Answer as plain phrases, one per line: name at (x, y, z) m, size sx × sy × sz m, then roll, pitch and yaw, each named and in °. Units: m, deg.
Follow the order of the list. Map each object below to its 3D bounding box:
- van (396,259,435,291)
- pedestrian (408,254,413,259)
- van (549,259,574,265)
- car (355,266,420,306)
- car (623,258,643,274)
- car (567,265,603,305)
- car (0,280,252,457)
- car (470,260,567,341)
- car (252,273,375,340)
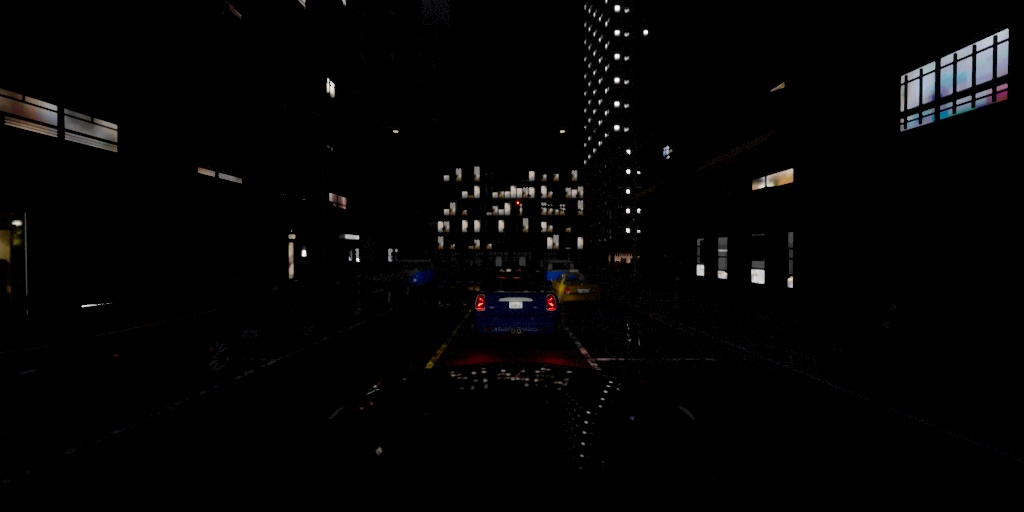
van at (-5.692, 1.086, 21.176) m, size 1.690 × 1.789 × 3.998 m, roll 0°, pitch 0°, yaw 0°
pedestrian at (-12.394, 0.633, 43.577) m, size 0.375 × 1.860 × 0.375 m, roll 0°, pitch 1°, yaw 0°
van at (2.689, 1.086, 21.148) m, size 1.690 × 1.789 × 3.998 m, roll 0°, pitch 0°, yaw 0°
car at (-5.691, 1.297, 15.574) m, size 2.007 × 1.370 × 4.403 m, roll 0°, pitch 0°, yaw 0°
car at (15.232, 1.085, 40.487) m, size 5.009 × 1.841 × 2.192 m, roll 0°, pitch 0°, yaw 0°
car at (2.690, 1.272, 15.716) m, size 1.751 × 1.417 × 4.829 m, roll 0°, pitch 0°, yaw 0°
car at (-5.691, 1.189, 4.371) m, size 1.967 × 1.591 × 4.097 m, roll 0°, pitch 0°, yaw 0°
car at (0.085, 1.100, 10.014) m, size 2.097 × 1.767 × 4.553 m, roll 0°, pitch 0°, yaw 0°
car at (-5.691, 1.313, 9.972) m, size 1.948 × 1.339 × 4.313 m, roll 0°, pitch 0°, yaw 0°
